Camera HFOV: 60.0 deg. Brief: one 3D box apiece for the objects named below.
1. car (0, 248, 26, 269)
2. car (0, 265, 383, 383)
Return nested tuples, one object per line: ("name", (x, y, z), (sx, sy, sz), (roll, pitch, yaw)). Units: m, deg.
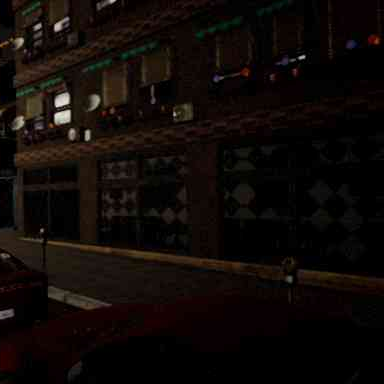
("car", (-4.353, 1.535, 5.846), (4.507, 1.381, 1.887), (0, -1, 36))
("car", (0.149, 1.543, 2.636), (4.507, 1.381, 1.887), (0, -1, 36))
